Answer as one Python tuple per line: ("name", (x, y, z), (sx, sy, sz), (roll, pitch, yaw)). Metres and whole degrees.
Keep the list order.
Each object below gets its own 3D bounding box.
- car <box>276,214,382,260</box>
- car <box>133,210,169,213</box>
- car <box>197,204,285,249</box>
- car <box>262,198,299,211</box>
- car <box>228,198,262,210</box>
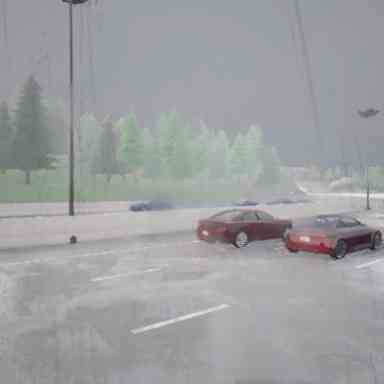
("car", (5.350, 1.535, 12.427), (4.181, 1.385, 1.994), (0, 0, -39))
("car", (-4.415, 1.499, 36.433), (5.008, 1.535, 1.882), (0, 0, -41))
("car", (2.488, 1.464, 14.589), (5.008, 1.535, 1.882), (0, 0, -38))
("car", (11.148, 1.485, 41.545), (2.033, 1.411, 5.357), (0, 0, 45))
("car", (6.756, 1.486, 42.114), (1.812, 1.442, 4.674), (0, 0, 45))
